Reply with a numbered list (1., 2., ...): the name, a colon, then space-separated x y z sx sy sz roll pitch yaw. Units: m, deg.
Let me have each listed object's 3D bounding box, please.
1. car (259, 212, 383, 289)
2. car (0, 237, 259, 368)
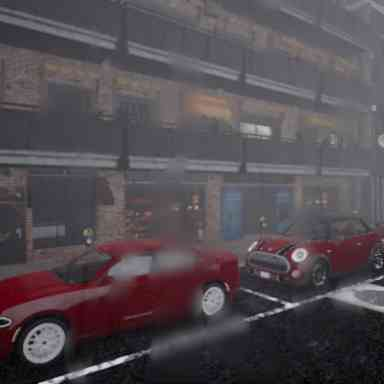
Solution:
1. car: 3.334 1.402 8.942 4.097 1.590 1.967 0 0 -35
2. car: -1.166 1.534 5.733 4.507 1.381 1.887 0 0 -35
